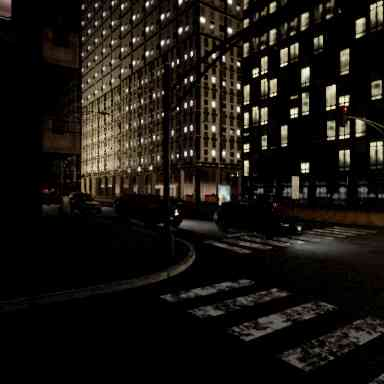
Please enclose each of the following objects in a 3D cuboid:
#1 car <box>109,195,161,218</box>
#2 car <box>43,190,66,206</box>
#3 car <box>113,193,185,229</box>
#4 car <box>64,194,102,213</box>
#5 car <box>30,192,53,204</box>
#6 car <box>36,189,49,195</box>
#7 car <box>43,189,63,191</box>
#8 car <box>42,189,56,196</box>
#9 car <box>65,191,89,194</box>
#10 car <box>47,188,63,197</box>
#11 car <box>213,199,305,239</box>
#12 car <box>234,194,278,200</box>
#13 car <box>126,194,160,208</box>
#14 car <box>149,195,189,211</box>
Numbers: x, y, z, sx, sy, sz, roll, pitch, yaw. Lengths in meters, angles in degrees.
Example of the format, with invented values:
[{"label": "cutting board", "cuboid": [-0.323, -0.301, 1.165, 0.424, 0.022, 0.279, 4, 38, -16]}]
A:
[{"label": "car", "cuboid": [-4.625, 1.056, 26.531, 2.128, 1.511, 4.902, 0, 1, -36]}, {"label": "car", "cuboid": [-15.631, 0.827, 37.257, 2.008, 1.369, 4.403, 2, 0, -36]}, {"label": "car", "cuboid": [-2.557, 1.008, 19.330, 2.192, 1.841, 5.009, 2, 0, -36]}, {"label": "car", "cuboid": [-9.098, 1.067, 28.294, 1.802, 1.307, 4.206, 2, 0, -36]}, {"label": "car", "cuboid": [-18.898, 0.753, 41.738, 1.802, 1.307, 4.206, 2, 0, -36]}, {"label": "car", "cuboid": [-35.038, -0.010, 78.107, 1.887, 1.381, 4.507, 1, 0, -36]}, {"label": "car", "cuboid": [-25.516, 0.382, 60.618, 1.994, 1.385, 4.181, 0, 1, -36]}, {"label": "car", "cuboid": [-31.770, 0.097, 73.625, 1.887, 1.381, 4.507, 1, 0, -36]}, {"label": "car", "cuboid": [-12.144, 0.830, 36.859, 1.837, 1.490, 4.892, 0, 1, -36]}, {"label": "car", "cuboid": [-28.500, 0.099, 69.141, 1.967, 1.590, 4.097, 1, 0, -36]}, {"label": "car", "cuboid": [3.140, 1.311, 16.409, 1.837, 1.490, 4.892, 0, 1, -40]}, {"label": "car", "cuboid": [4.178, 1.027, 24.315, 2.192, 1.841, 5.009, 1, 0, -36]}, {"label": "car", "cuboid": [-5.631, 0.966, 37.764, 1.947, 1.339, 4.313, 1, 0, -36]}, {"label": "car", "cuboid": [-2.363, 1.070, 33.281, 1.947, 1.339, 4.313, 1, 0, -36]}]
